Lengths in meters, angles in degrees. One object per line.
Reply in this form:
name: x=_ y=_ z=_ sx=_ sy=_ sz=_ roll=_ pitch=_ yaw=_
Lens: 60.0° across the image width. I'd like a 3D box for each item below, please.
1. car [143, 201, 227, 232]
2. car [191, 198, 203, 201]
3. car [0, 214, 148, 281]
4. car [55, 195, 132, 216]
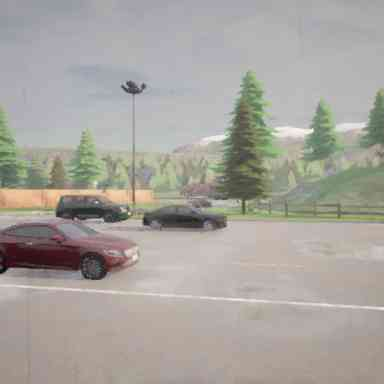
car: x=-0.457 y=1.471 z=19.580 sx=5.008 sy=1.535 sz=1.882 roll=0 pitch=0 yaw=11
car: x=1.045 y=1.547 z=44.698 sx=1.994 sy=1.385 sz=4.181 roll=0 pitch=0 yaw=35
car: x=-3.854 y=1.525 z=9.549 sx=4.674 sy=1.442 sz=1.812 roll=0 pitch=0 yaw=11
car: x=-7.246 y=1.218 z=24.486 sx=5.566 sy=2.045 sz=2.150 roll=0 pitch=0 yaw=11
